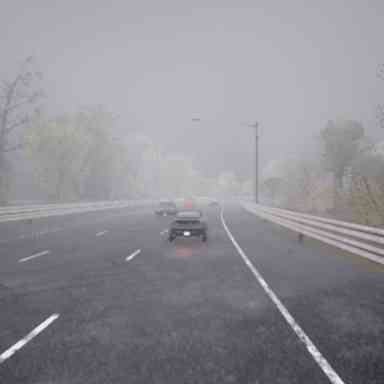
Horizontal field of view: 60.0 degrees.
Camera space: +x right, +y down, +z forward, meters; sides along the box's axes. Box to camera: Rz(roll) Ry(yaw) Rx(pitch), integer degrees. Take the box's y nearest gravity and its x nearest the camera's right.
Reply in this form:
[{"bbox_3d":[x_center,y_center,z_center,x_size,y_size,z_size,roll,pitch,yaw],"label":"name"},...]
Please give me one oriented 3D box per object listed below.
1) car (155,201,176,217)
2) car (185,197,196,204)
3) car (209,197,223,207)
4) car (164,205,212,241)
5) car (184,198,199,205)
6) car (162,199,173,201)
[{"bbox_3d":[-2.350,1.843,33.636,1.895,1.301,4.718,0,0,5],"label":"car"},{"bbox_3d":[-0.385,2.103,80.208,1.882,1.535,5.008,0,0,8],"label":"car"},{"bbox_3d":[4.322,2.020,63.060,1.812,1.442,4.674,0,0,7],"label":"car"},{"bbox_3d":[-0.069,1.633,17.402,1.837,1.490,4.892,0,0,4],"label":"car"},{"bbox_3d":[-0.104,1.773,55.542,2.097,1.767,4.553,0,0,6],"label":"car"},{"bbox_3d":[-3.882,1.870,53.232,1.882,1.535,5.008,0,0,6],"label":"car"}]
